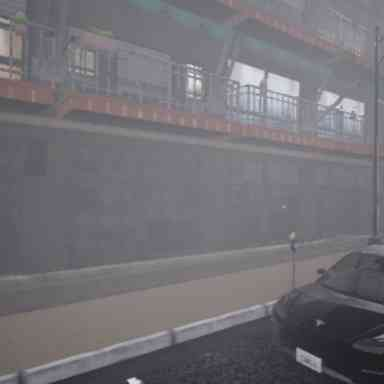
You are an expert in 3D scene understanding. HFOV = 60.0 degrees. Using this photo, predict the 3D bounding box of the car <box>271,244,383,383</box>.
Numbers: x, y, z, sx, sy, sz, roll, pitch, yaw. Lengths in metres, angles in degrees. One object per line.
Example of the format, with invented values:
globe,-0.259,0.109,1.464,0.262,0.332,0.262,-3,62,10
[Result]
car,3.125,1.561,5.077,4.313,1.339,1.947,0,1,-35
